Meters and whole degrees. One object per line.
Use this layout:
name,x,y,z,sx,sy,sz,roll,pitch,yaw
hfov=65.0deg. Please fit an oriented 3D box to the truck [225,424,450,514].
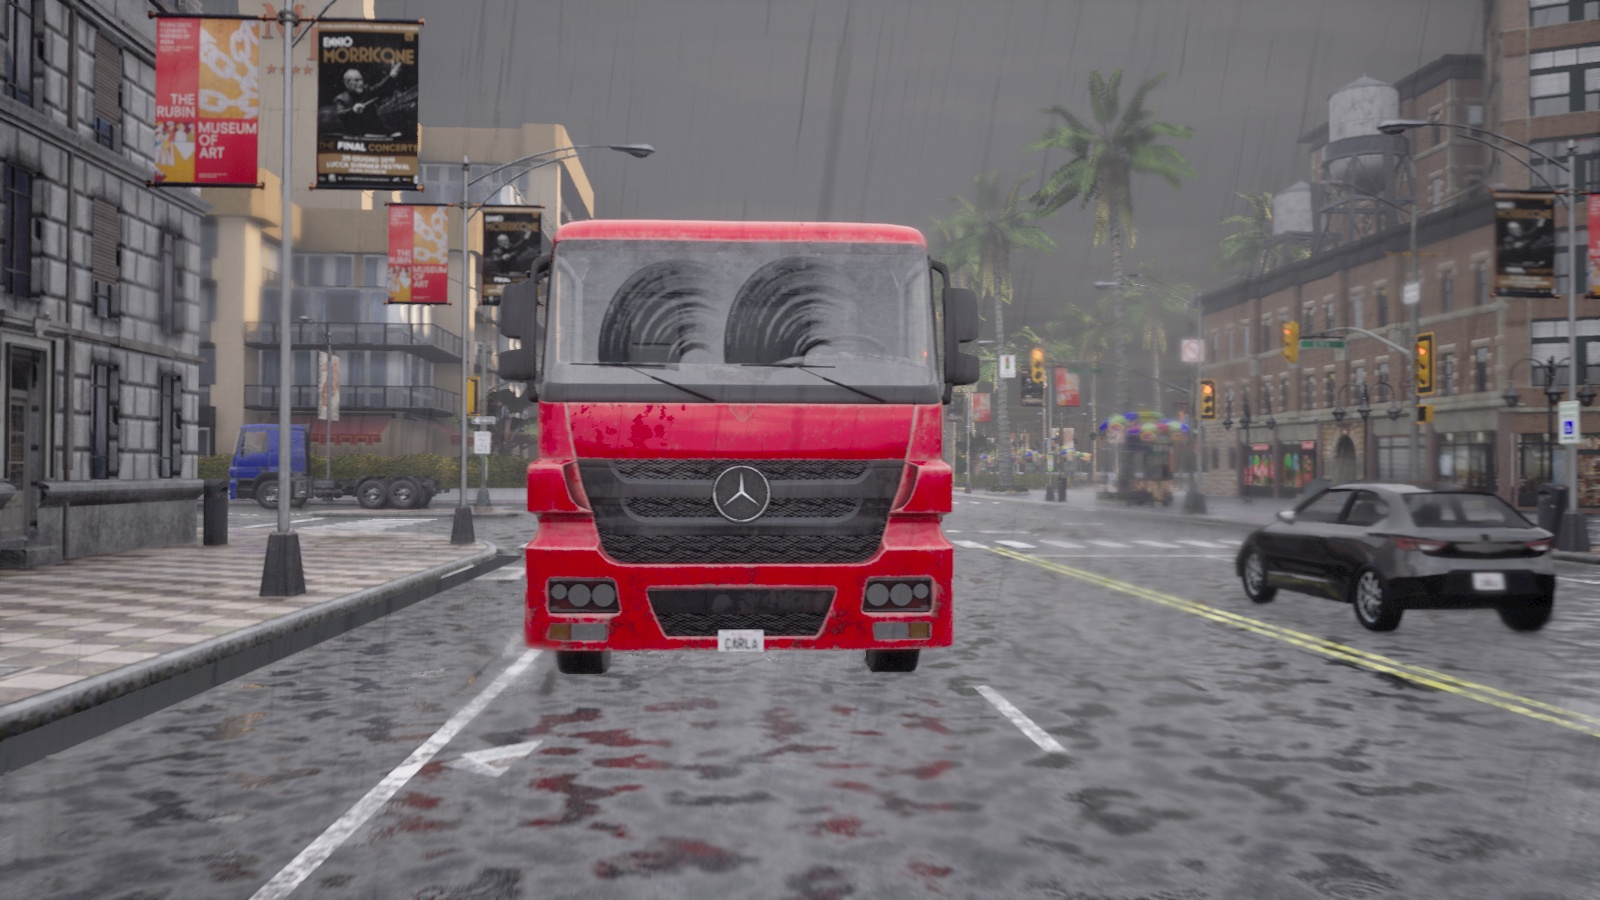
truck,-18.341,0.761,50.185,7.936,3.462,2.891,0,-1,-4

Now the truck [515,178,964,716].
truck,-0.606,0.038,12.109,2.891,3.462,7.936,0,-1,-3

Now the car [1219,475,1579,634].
car,6.371,1.030,13.977,1.816,1.474,4.193,0,-1,-3
